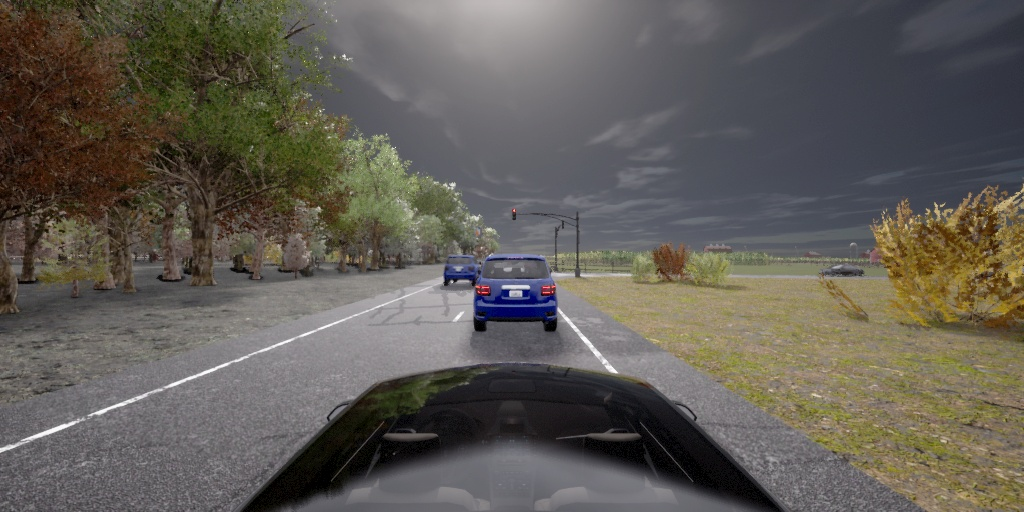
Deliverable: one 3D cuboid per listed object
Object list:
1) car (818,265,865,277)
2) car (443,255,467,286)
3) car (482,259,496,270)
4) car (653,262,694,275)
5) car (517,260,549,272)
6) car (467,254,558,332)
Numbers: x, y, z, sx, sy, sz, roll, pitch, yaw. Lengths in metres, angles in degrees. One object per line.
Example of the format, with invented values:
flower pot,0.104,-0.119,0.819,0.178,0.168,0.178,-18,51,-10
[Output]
car,39.841,1.769,43.405,4.674,1.442,1.812,1,-1,0
car,-3.434,0.976,25.598,2.150,2.045,5.566,0,0,0
car,-3.481,1.262,54.338,1.837,1.490,4.892,0,0,0
car,19.521,1.499,43.476,5.008,1.535,1.882,0,-1,0
car,2.839,1.356,48.623,1.994,1.385,4.181,0,2,-42
car,0.089,0.974,11.054,2.150,2.045,5.566,0,0,0
